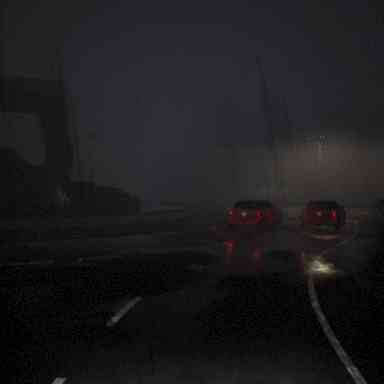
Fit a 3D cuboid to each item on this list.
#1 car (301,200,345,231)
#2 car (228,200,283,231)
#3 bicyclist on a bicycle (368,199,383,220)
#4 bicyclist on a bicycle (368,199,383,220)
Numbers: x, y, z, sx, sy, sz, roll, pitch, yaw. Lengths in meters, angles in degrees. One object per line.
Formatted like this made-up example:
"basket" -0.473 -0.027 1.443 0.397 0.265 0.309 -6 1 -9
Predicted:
"car" 8.117 1.252 20.431 2.097 1.767 4.553 1 0 29
"car" 3.909 1.227 19.935 2.097 1.767 4.553 0 0 31
"bicyclist on a bicycle" 14.068 1.360 24.865 1.656 1.620 0.582 0 0 40
"bicyclist on a bicycle" 14.813 1.355 26.112 1.656 1.620 0.582 1 0 -6
